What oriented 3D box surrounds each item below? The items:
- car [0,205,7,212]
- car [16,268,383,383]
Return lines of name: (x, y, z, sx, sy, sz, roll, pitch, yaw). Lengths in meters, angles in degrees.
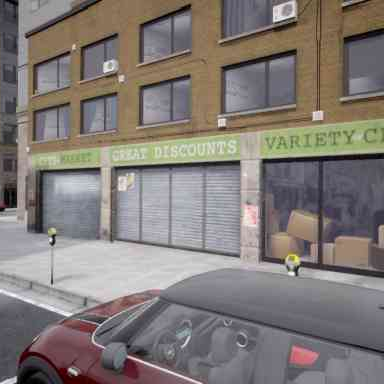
car: (-19.421, 1.458, 29.770, 1.895, 1.301, 4.718, 1, 1, 34)
car: (0.247, 1.440, 2.889, 4.097, 1.590, 1.967, 0, 1, 35)
